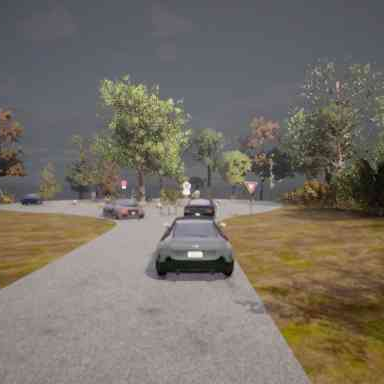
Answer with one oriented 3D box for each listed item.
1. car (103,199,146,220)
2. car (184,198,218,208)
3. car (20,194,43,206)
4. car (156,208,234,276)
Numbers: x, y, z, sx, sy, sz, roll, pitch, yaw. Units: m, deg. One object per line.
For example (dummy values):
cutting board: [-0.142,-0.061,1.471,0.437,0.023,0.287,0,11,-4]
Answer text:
car: [-4.858,1.170,23.470,1.994,1.385,4.181,0,1,-31]
car: [0.630,1.117,21.601,1.882,1.535,5.008,0,1,7]
car: [-18.962,0.940,39.411,1.895,1.301,4.718,0,1,-17]
car: [0.074,1.399,9.788,1.994,1.385,4.181,0,1,0]
